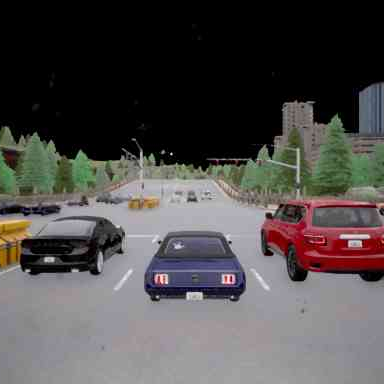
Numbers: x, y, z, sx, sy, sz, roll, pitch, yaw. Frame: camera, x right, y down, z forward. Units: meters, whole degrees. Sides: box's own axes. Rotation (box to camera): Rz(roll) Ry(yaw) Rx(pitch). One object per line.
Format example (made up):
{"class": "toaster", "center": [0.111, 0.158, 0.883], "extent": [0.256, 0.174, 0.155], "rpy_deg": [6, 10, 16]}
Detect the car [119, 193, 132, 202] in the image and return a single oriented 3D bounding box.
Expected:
{"class": "car", "center": [-14.043, 1.444, 71.005], "extent": [1.812, 1.442, 4.674], "rpy_deg": [0, 1, 0]}

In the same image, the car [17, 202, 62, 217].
{"class": "car", "center": [-14.095, 1.601, 31.368], "extent": [1.895, 1.301, 4.718], "rpy_deg": [0, 0, 0]}

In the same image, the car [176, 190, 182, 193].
{"class": "car", "center": [-3.652, 0.163, 91.402], "extent": [2.128, 1.511, 4.902], "rpy_deg": [0, 7, 0]}

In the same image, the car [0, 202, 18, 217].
{"class": "car", "center": [-17.595, 1.601, 31.353], "extent": [1.895, 1.301, 4.718], "rpy_deg": [0, 0, 0]}

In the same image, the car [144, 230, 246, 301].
{"class": "car", "center": [0.069, 1.601, 8.255], "extent": [1.895, 1.301, 4.718], "rpy_deg": [0, 0, 0]}

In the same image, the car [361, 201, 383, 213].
{"class": "car", "center": [21.141, 1.601, 35.914], "extent": [4.718, 1.301, 1.895], "rpy_deg": [0, 0, 0]}

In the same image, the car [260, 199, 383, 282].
{"class": "car", "center": [3.574, 1.221, 9.936], "extent": [2.150, 2.045, 5.566], "rpy_deg": [0, 0, 0]}

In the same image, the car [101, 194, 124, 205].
{"class": "car", "center": [-14.073, 1.547, 59.200], "extent": [2.033, 1.411, 5.357], "rpy_deg": [0, 0, 0]}

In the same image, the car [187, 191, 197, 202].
{"class": "car", "center": [0.016, 1.252, 71.816], "extent": [2.097, 1.767, 4.553], "rpy_deg": [0, 2, 0]}

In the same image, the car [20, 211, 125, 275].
{"class": "car", "center": [-3.420, 1.478, 10.481], "extent": [1.882, 1.535, 5.008], "rpy_deg": [0, 0, 0]}

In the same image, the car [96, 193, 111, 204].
{"class": "car", "center": [-17.521, 1.207, 66.466], "extent": [2.150, 2.045, 5.566], "rpy_deg": [0, 1, 0]}

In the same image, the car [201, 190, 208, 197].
{"class": "car", "center": [3.353, 0.348, 90.325], "extent": [1.895, 1.301, 4.718], "rpy_deg": [0, 7, 0]}

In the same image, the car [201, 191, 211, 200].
{"class": "car", "center": [3.410, 0.794, 79.866], "extent": [2.150, 2.045, 5.566], "rpy_deg": [0, 3, 0]}

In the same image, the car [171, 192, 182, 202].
{"class": "car", "center": [-3.523, 1.380, 73.258], "extent": [1.812, 1.442, 4.674], "rpy_deg": [0, 2, 0]}

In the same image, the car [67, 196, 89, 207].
{"class": "car", "center": [-17.588, 1.352, 51.340], "extent": [2.097, 1.767, 4.553], "rpy_deg": [0, 0, 0]}
